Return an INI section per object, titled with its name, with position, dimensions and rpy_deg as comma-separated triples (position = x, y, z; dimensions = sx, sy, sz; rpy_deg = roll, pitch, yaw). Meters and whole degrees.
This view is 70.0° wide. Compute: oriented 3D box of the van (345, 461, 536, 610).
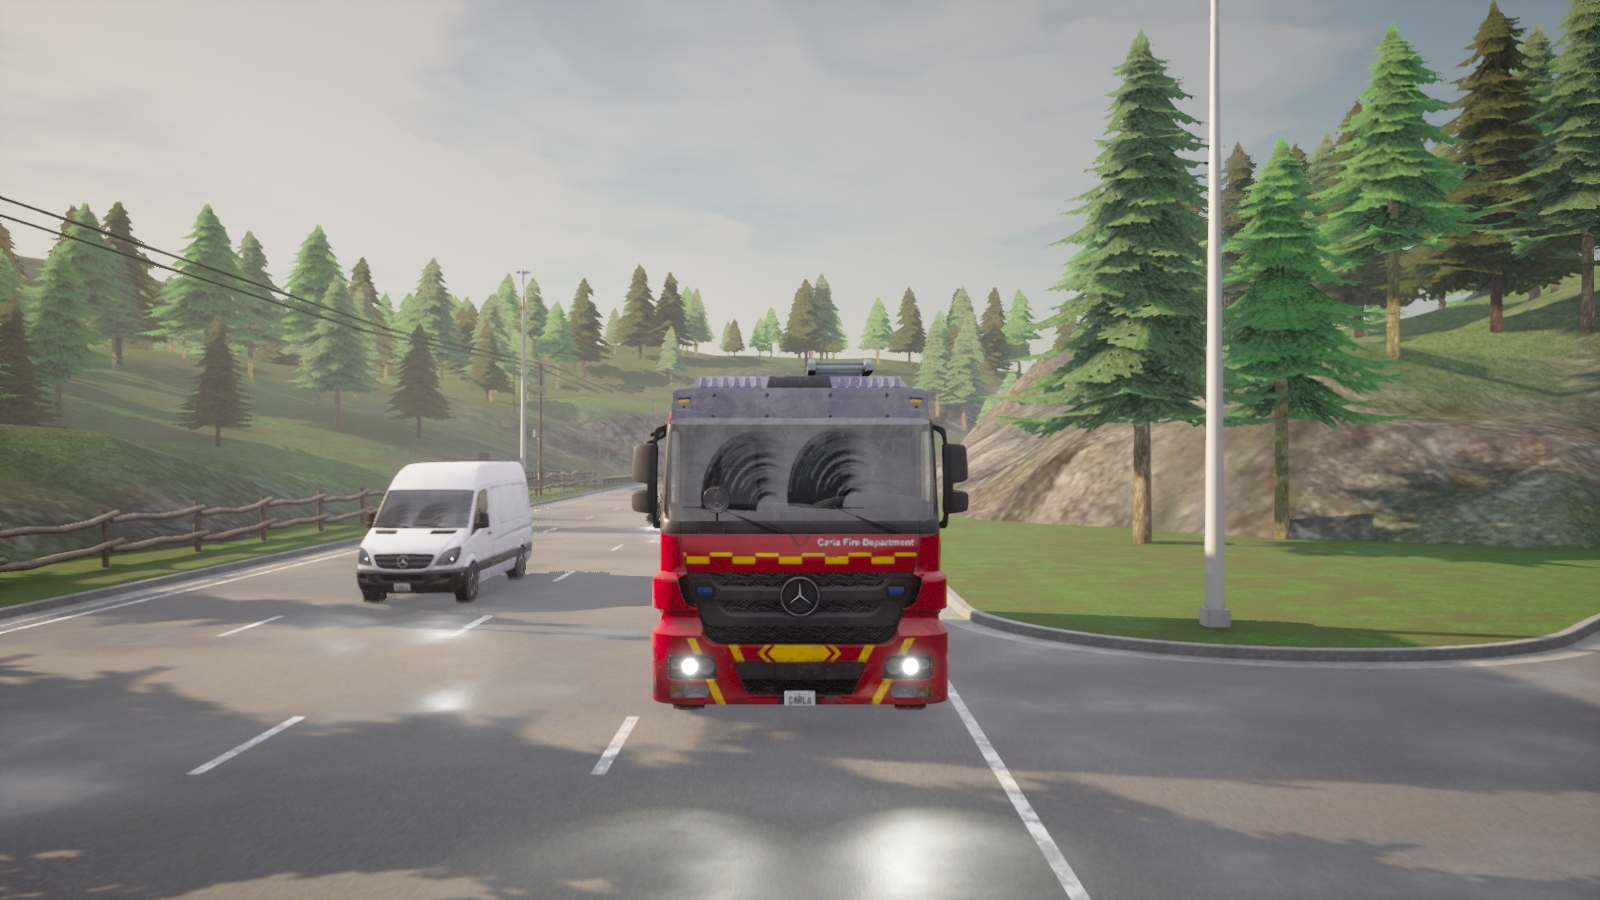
[van]
position = -7.001, 1.534, 23.016
dimensions = 1.988, 2.561, 5.915
rpy_deg = 0, 0, 0

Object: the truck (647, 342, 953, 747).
[truck]
position = -0.003, 0.891, 15.020
dimensions = 2.891, 3.827, 8.468
rpy_deg = 0, 0, 0

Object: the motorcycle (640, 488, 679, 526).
[motorcycle]
position = -5.362, 2.155, 43.771
dimensions = 0.764, 1.307, 2.356
rpy_deg = 0, 0, 12
